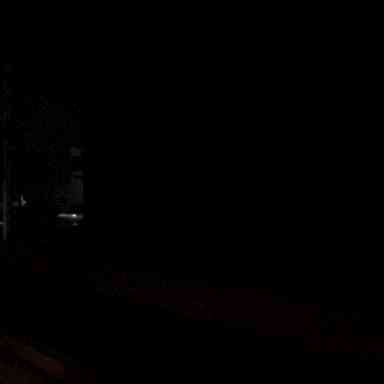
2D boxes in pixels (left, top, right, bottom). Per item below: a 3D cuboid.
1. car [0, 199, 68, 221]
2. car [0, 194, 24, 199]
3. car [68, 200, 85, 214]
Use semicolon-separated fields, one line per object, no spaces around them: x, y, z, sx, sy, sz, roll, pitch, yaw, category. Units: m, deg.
-13.128;1.526;27.613;1.812;1.442;4.674;0;0;34;car
-16.963;1.221;28.169;2.150;2.045;5.566;0;0;35;car
-11.613;1.526;36.329;1.812;1.442;4.674;0;0;31;car
